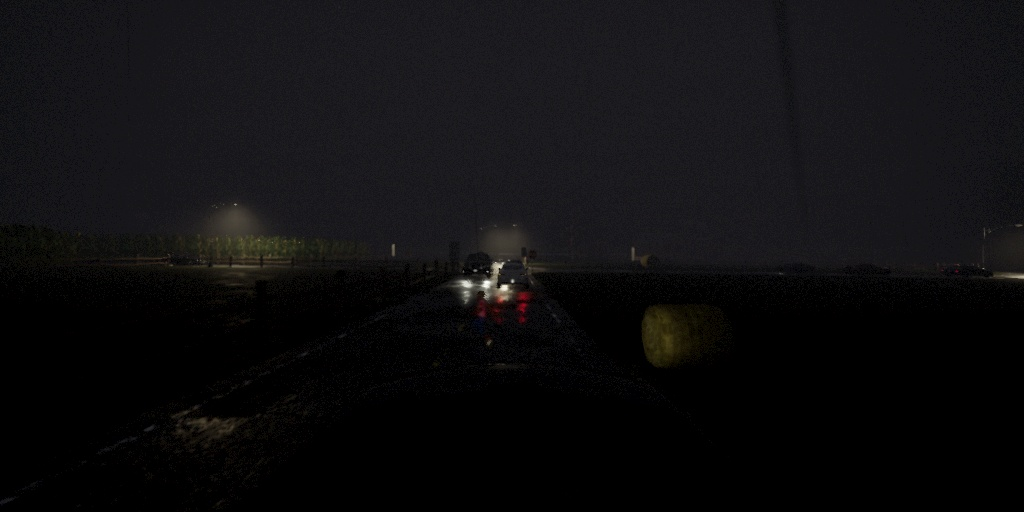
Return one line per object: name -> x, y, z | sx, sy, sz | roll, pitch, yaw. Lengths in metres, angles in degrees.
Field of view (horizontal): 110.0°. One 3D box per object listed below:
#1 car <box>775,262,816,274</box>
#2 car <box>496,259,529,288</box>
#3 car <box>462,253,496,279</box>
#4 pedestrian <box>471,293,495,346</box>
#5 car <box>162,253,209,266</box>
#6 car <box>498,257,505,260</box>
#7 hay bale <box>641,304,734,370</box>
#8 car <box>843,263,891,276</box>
car -> 36.377, 1.505, 46.090 | 4.181, 1.385, 1.994 | 1, 1, 1
car -> 0.061, 1.122, 21.786 | 1.812, 1.442, 4.674 | 0, 0, 1
car -> -2.780, 0.756, 30.159 | 2.150, 2.045, 5.566 | 0, 0, 1
pedestrian -> -0.637, 0.994, 7.867 | 0.375, 1.860, 0.375 | -1, 1, 3
car -> -40.491, 0.396, 44.527 | 4.892, 1.490, 1.837 | 0, 1, 1
car -> 0.185, 1.062, 32.552 | 2.033, 1.411, 5.357 | 0, 0, 4
hay bale -> 3.126, 1.368, 6.570 | 1.220, 1.180, 1.240 | 0, 0, 0
car -> 42.675, 1.628, 43.124 | 4.674, 1.442, 1.812 | 2, 1, 2
